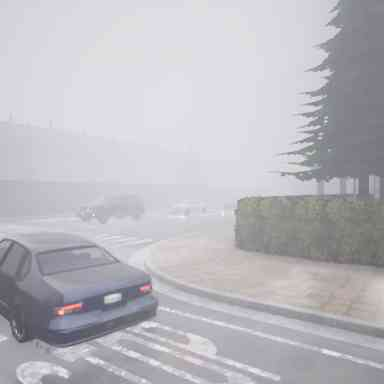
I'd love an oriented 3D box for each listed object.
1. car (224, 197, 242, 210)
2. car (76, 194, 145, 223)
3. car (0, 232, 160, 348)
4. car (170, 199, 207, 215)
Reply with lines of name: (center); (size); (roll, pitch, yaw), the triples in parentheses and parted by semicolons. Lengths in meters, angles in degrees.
car: (5.790, 1.421, 41.709); (1.882, 1.535, 5.008); (0, 0, 36)
car: (-5.966, 1.164, 25.230); (2.150, 2.045, 5.566); (0, 0, 35)
car: (-2.918, 1.528, 6.498); (5.357, 1.411, 2.033); (1, 1, 44)
car: (-0.225, 1.469, 33.248); (1.812, 1.442, 4.674); (0, 0, 35)
